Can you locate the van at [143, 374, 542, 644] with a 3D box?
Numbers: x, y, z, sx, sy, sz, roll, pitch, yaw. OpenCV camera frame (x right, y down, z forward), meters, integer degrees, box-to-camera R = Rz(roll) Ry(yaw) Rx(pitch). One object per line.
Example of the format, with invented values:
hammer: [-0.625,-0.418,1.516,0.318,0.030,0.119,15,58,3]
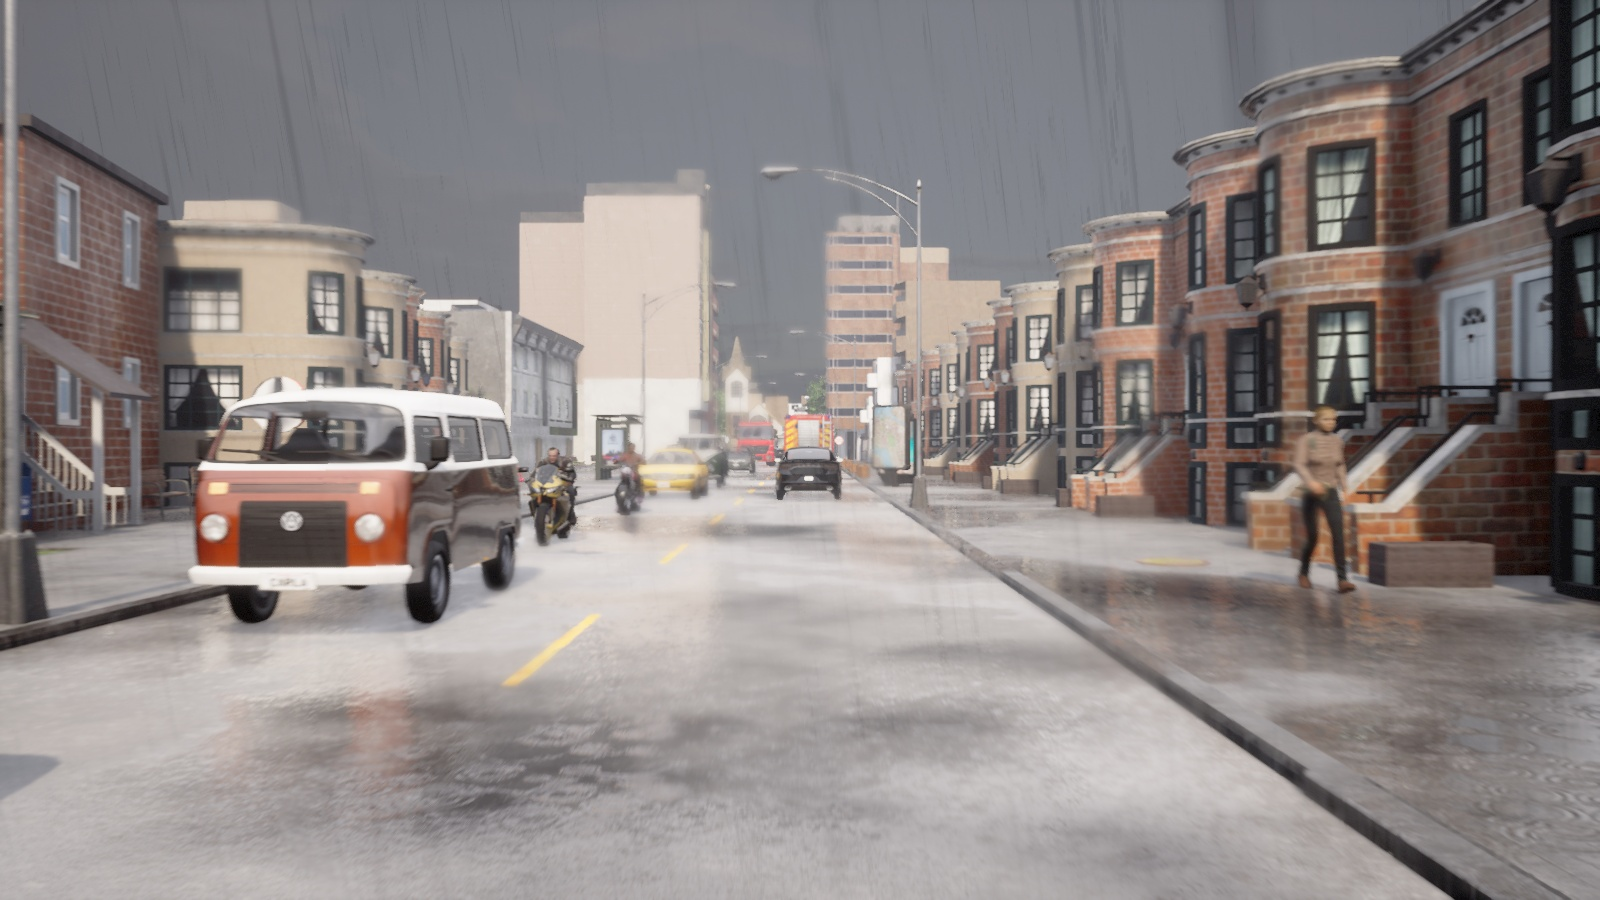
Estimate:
van: [-3.909,0.437,11.707,2.069,2.038,4.480,0,0,0]

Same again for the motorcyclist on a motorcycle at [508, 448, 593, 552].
motorcyclist on a motorcycle: [-3.855,0.729,19.579,0.866,1.530,2.191,0,0,0]

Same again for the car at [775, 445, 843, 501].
car: [0.264,0.630,37.398,1.882,1.535,5.008,0,0,0]

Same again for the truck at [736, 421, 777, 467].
truck: [-3.359,-0.489,98.595,2.891,3.462,7.936,0,0,0]

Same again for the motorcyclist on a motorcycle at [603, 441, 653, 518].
motorcyclist on a motorcycle: [-3.799,0.623,27.949,0.766,1.649,2.350,0,0,0]

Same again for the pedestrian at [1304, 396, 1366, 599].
pedestrian: [4.986,0.431,11.724,0.331,1.846,0.634,0,0,3]

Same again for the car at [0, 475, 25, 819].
car: [-3.957,0.788,4.100,1.481,1.376,2.207,0,0,0]

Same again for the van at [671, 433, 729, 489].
van: [-3.672,0.377,46.847,1.775,1.987,4.442,0,0,0]

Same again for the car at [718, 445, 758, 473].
car: [-3.507,0.509,71.408,2.007,1.525,4.514,0,0,0]

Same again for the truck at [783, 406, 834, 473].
truck: [0.525,-0.611,76.082,2.891,3.827,8.468,0,0,0]

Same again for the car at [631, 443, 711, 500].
car: [-3.737,0.588,37.208,1.801,1.575,5.366,0,0,0]
